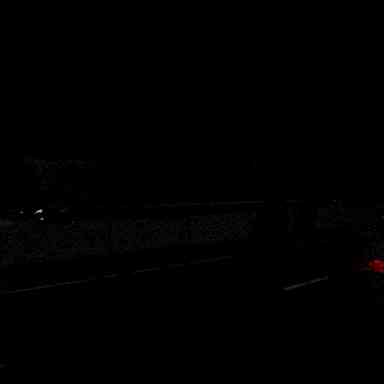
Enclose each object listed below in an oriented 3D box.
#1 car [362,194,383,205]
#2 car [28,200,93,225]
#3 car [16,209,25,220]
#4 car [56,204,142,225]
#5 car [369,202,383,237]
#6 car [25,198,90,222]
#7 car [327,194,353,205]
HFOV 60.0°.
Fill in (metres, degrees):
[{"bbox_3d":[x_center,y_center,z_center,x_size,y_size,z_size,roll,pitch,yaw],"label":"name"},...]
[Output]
[{"bbox_3d":[26.882,1.073,48.861,5.008,1.535,1.882,-1,0,-35],"label":"car"},{"bbox_3d":[-7.168,1.478,20.375,4.674,1.442,1.812,-1,0,-35],"label":"car"},{"bbox_3d":[-11.200,1.477,26.081,4.674,1.442,1.812,-1,0,-36],"label":"car"},{"bbox_3d":[-4.714,1.512,17.826,4.181,1.385,1.994,-1,0,-35],"label":"car"},{"bbox_3d":[10.618,1.349,15.615,4.902,1.511,2.128,-1,0,-35],"label":"car"},{"bbox_3d":[-8.918,1.301,23.425,4.553,1.767,2.097,-1,0,-35],"label":"car"},{"bbox_3d":[22.231,1.126,49.888,4.892,1.490,1.837,-1,0,-35],"label":"car"}]
